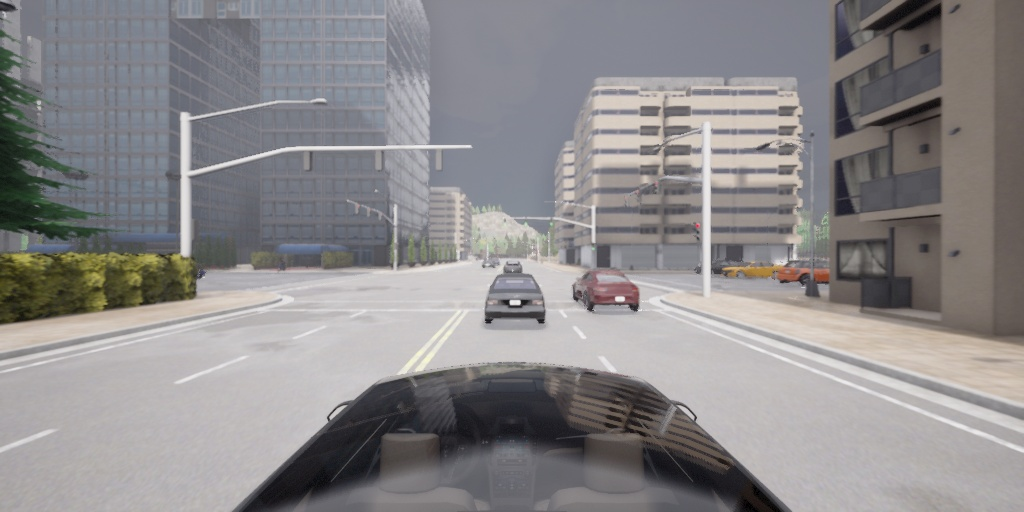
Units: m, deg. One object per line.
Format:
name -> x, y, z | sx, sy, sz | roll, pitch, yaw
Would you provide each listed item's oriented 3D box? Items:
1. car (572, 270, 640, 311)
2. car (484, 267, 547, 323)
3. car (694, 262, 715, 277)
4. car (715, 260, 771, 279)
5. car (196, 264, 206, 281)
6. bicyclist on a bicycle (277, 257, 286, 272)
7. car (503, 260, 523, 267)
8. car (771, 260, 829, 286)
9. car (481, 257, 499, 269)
car -> 3.590, 1.255, 14.196 | 1.812, 1.442, 4.674 | 0, 0, 0
car -> 0.089, 1.280, 12.039 | 2.033, 1.411, 5.357 | 0, 0, 0
car -> 20.252, 1.172, 34.644 | 5.008, 1.535, 1.882 | 0, 0, -1
car -> 20.904, 1.179, 31.150 | 5.008, 1.535, 1.882 | -1, 0, -1
car -> -26.449, 0.928, 26.976 | 5.566, 2.045, 2.150 | 0, 0, -1
bicyclist on a bicycle -> -26.642, 0.984, 41.457 | 0.582, 1.620, 1.656 | 0, 0, -1
car -> 0.099, 1.182, 37.142 | 2.128, 1.511, 4.902 | 0, 0, 0
car -> 20.525, 1.065, 23.977 | 4.553, 1.767, 2.097 | 0, 0, 0
car -> -3.569, 1.153, 54.877 | 2.128, 1.511, 4.902 | 0, 0, 0
